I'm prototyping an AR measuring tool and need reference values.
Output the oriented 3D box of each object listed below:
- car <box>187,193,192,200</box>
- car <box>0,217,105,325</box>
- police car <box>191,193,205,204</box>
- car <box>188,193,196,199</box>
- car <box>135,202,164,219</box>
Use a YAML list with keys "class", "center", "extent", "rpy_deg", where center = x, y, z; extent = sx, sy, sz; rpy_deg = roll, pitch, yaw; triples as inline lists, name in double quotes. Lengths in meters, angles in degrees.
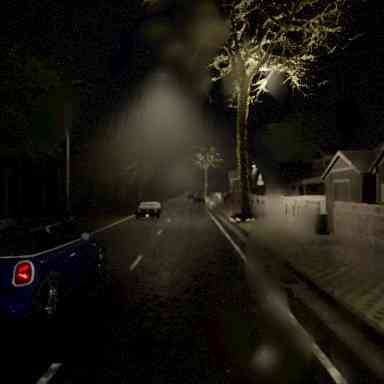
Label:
- class: "car"
  center: [0.038, 1.100, 76.590]
  extent: [1.837, 1.490, 4.892]
  rpy_deg: [0, 0, 0]
- class: "car"
  center: [-3.395, 1.320, 7.218]
  extent: [2.097, 1.767, 4.553]
  rpy_deg: [0, 0, 0]
- class: "police car"
  center: [1.253, 1.207, 58.056]
  extent: [1.930, 1.638, 5.238]
  rpy_deg: [0, 0, 0]
- class: "car"
  center: [0.045, 1.093, 92.481]
  extent: [1.994, 1.385, 4.181]
  rpy_deg: [0, 0, 0]
- class: "car"
  center: [-3.386, 1.487, 27.456]
  extent: [1.895, 1.301, 4.718]
  rpy_deg: [0, 0, 0]
